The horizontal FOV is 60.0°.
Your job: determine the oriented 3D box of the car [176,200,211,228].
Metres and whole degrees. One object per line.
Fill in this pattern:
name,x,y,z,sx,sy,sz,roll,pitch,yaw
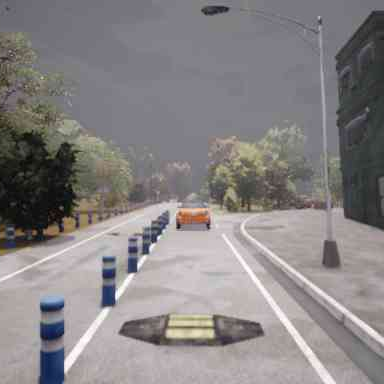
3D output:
car,0.074,1.305,22.067,2.097,1.767,4.553,-1,1,0

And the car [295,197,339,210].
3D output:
car,13.602,1.300,36.090,5.008,1.535,1.882,0,-6,-22
